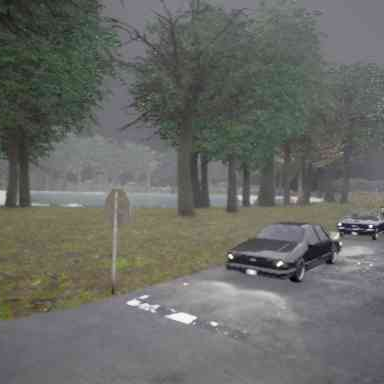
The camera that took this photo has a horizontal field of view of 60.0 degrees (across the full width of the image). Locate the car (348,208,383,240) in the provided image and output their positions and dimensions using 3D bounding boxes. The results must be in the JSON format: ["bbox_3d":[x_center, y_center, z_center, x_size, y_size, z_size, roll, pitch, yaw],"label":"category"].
[{"bbox_3d":[9.598,1.775,18.542,1.895,1.301,4.718,1,0,39],"label":"car"}]

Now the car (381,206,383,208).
[{"bbox_3d":[17.390,1.600,28.275,1.882,1.535,5.008,1,1,39],"label":"car"}]

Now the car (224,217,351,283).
[{"bbox_3d":[3.162,1.665,10.477,2.033,1.411,5.357,1,0,39],"label":"car"}]
